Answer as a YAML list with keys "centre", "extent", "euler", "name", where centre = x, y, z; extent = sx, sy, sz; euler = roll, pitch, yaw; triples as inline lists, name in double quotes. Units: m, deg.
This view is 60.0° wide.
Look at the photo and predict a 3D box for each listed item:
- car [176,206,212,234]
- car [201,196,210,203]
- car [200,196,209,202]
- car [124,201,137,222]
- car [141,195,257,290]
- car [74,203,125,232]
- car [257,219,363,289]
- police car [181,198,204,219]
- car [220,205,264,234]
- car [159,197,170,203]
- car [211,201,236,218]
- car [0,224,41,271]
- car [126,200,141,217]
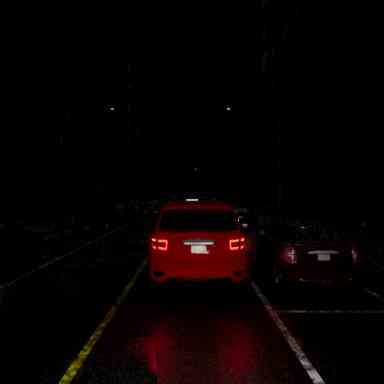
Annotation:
- centre: [0.104, 1.602, 19.986]
  extent: [1.895, 1.301, 4.718]
  euler: [0, 0, 0]
  name: "car"
- centre: [2.919, 1.580, 73.807]
  extent: [1.752, 1.417, 4.829]
  euler: [0, 0, 0]
  name: "car"
- centre: [2.931, 1.617, 79.046]
  extent: [2.008, 1.369, 4.403]
  euler: [0, 0, 0]
  name: "car"
- centre: [-5.665, 1.584, 25.639]
  extent: [1.802, 1.307, 4.206]
  euler: [0, 0, 0]
  name: "car"
- centre: [0.106, 1.221, 9.216]
  extent: [2.150, 2.045, 5.566]
  euler: [0, 0, -1]
  name: "car"
- centre: [-5.666, 1.567, 20.138]
  extent: [1.947, 1.339, 4.313]
  euler: [0, 0, 0]
  name: "car"
- centre: [2.856, 1.440, 9.132]
  extent: [1.967, 1.590, 4.097]
  euler: [0, 0, 0]
  name: "car"
- centre: [0.008, 1.428, 30.250]
  extent: [1.930, 1.638, 5.238]
  euler: [0, 0, 0]
  name: "police car"
- centre: [2.859, 1.552, 20.135]
  extent: [2.008, 1.369, 4.403]
  euler: [0, 0, 0]
  name: "car"
- centre: [-5.617, 1.626, 68.244]
  extent: [1.802, 1.307, 4.206]
  euler: [0, 0, 0]
  name: "car"
- centre: [2.863, 1.569, 31.138]
  extent: [1.947, 1.339, 4.313]
  euler: [0, 0, 0]
  name: "car"
- centre: [-5.669, 1.582, 9.135]
  extent: [1.802, 1.307, 4.206]
  euler: [0, 0, 0]
  name: "car"
- centre: [-5.663, 1.444, 31.141]
  extent: [1.967, 1.590, 4.097]
  euler: [0, 0, 0]
  name: "car"
